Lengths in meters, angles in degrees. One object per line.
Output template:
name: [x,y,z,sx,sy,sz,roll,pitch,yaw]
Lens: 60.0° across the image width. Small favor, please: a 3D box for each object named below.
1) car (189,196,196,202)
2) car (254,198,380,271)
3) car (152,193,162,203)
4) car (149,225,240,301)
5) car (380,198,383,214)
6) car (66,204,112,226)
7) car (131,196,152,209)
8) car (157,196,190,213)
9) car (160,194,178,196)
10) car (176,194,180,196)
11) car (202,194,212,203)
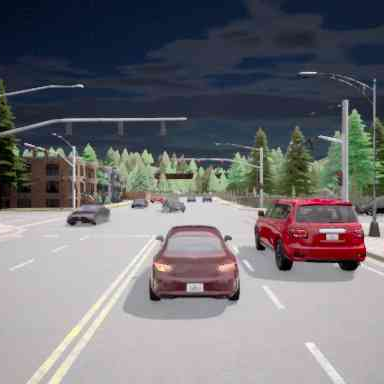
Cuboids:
car: [-0.115,1.628,74.598,1.994,1.385,4.181,0,0,0]
car: [3.559,1.233,11.087,2.150,2.045,5.566,0,0,0]
car: [-7.119,1.295,67.736,2.150,2.045,5.566,0,0,0]
car: [0.050,1.534,8.208,1.812,1.442,4.674,0,0,0]
car: [18.277,1.384,32.471,4.553,1.767,2.097,0,0,0]
car: [-7.139,1.571,23.690,2.033,1.411,5.357,0,0,0]
car: [-7.172,1.611,46.055,1.994,1.385,4.181,0,0,0]
car: [-2.148,1.544,37.113,1.837,1.490,4.892,-1,0,-18]
car: [-3.678,1.557,52.986,1.837,1.490,4.892,0,0,0]
car: [-3.611,1.079,68.778,2.097,1.767,4.553,0,0,0]
car: [3.392,1.430,74.369,2.097,1.767,4.553,0,0,0]
